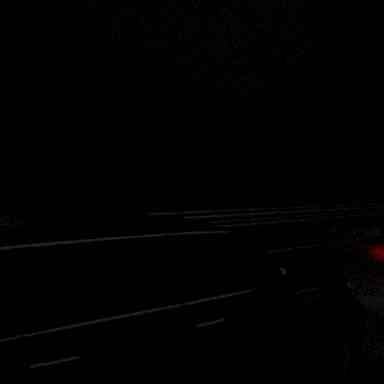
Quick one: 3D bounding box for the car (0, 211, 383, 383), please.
[{"bbox_3d":[-0.547,1.217,3.348,5.566,2.045,2.150,0,0,-36],"label":"car"}]
